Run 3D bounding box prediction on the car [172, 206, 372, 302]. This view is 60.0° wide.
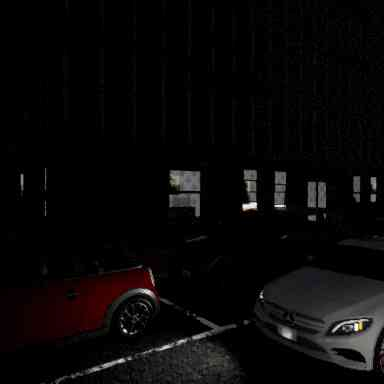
[{"bbox_3d":[1.937,1.314,8.105,5.009,1.841,2.192,0,0,-35],"label":"car"}]

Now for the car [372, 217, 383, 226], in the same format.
[{"bbox_3d":[6.468,1.561,11.329,4.313,1.339,1.947,0,0,-35],"label":"car"}]

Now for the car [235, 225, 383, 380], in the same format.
[{"bbox_3d":[3.105,1.525,5.588,4.674,1.442,1.812,0,0,-35],"label":"car"}]

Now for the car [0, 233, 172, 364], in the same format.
[{"bbox_3d":[-2.594,1.440,4.884,4.097,1.590,1.967,0,0,-35],"label":"car"}]
